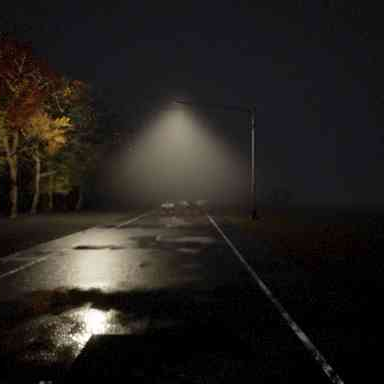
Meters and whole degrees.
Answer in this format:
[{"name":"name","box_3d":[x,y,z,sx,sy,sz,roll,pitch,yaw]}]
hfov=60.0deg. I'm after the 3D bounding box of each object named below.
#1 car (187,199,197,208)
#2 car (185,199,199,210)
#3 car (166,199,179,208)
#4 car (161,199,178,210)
[{"name":"car","box_3d":[-0.006,2.008,59.692,1.812,1.442,4.674,0,0,0]},{"name":"car","box_3d":[-0.004,1.930,49.653,1.812,1.442,4.674,0,0,0]},{"name":"car","box_3d":[-3.505,2.031,59.692,2.033,1.411,5.357,0,0,0]},{"name":"car","box_3d":[-3.503,2.006,49.715,1.895,1.301,4.718,0,0,0]}]
